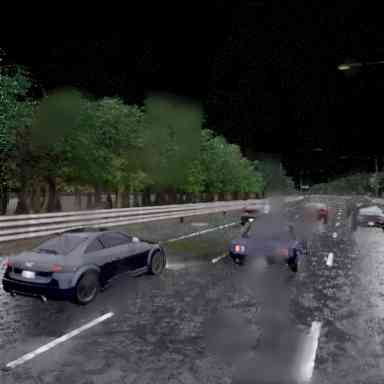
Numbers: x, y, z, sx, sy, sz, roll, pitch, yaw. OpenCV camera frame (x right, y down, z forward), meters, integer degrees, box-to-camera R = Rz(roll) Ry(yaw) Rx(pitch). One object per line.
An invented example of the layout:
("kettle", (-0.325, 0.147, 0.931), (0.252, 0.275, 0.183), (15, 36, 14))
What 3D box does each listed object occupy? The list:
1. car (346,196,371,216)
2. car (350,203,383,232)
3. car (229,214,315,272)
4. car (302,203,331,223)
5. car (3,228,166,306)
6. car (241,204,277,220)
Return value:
("car", (17.461, 1.434, 34.826), (2.150, 2.045, 5.566), (0, 0, 25))
("car", (11.227, 1.653, 21.136), (1.812, 1.442, 4.674), (0, 0, 25))
("car", (2.846, 1.654, 11.199), (1.895, 1.301, 4.718), (0, 0, 25))
("car", (10.310, 1.626, 27.510), (1.882, 1.535, 5.008), (0, 0, 25))
("car", (-2.335, 1.583, 8.288), (1.994, 1.385, 4.181), (0, 0, 25))
("car", (4.946, 1.615, 24.198), (1.837, 1.490, 4.892), (0, 0, 25))
